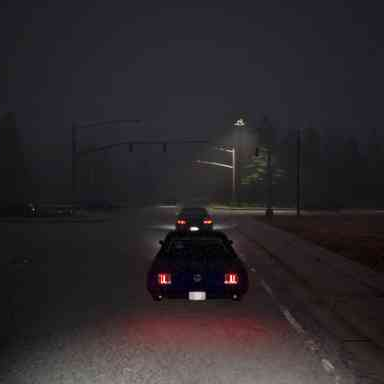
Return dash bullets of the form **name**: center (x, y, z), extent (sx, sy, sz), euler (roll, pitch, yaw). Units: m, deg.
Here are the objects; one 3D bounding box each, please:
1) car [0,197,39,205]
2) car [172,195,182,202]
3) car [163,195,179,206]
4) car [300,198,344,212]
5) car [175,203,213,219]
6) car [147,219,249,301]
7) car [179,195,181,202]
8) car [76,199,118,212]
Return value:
- **car**: center (-18.326, 1.363, 34.959), extent (4.553, 1.767, 2.097), euler (0, 0, 1)
- **car**: center (-3.387, 1.429, 74.080), extent (1.882, 1.535, 5.008), euler (0, 0, 1)
- **car**: center (-3.568, 1.528, 54.507), extent (1.994, 1.385, 4.181), euler (0, 0, 0)
- **car**: center (14.784, 1.487, 38.046), extent (4.902, 1.511, 2.128), euler (0, 0, 1)
- **car**: center (0.108, 1.512, 17.318), extent (1.812, 1.442, 4.674), euler (0, 0, 0)
- **car**: center (0.103, 1.596, 8.263), extent (1.895, 1.301, 4.718), euler (0, 0, 0)
- **car**: center (-3.521, 1.522, 63.775), extent (1.994, 1.385, 4.181), euler (0, 0, 1)
- **car**: center (-11.031, 1.526, 38.523), extent (4.674, 1.442, 1.812), euler (0, 0, 1)
